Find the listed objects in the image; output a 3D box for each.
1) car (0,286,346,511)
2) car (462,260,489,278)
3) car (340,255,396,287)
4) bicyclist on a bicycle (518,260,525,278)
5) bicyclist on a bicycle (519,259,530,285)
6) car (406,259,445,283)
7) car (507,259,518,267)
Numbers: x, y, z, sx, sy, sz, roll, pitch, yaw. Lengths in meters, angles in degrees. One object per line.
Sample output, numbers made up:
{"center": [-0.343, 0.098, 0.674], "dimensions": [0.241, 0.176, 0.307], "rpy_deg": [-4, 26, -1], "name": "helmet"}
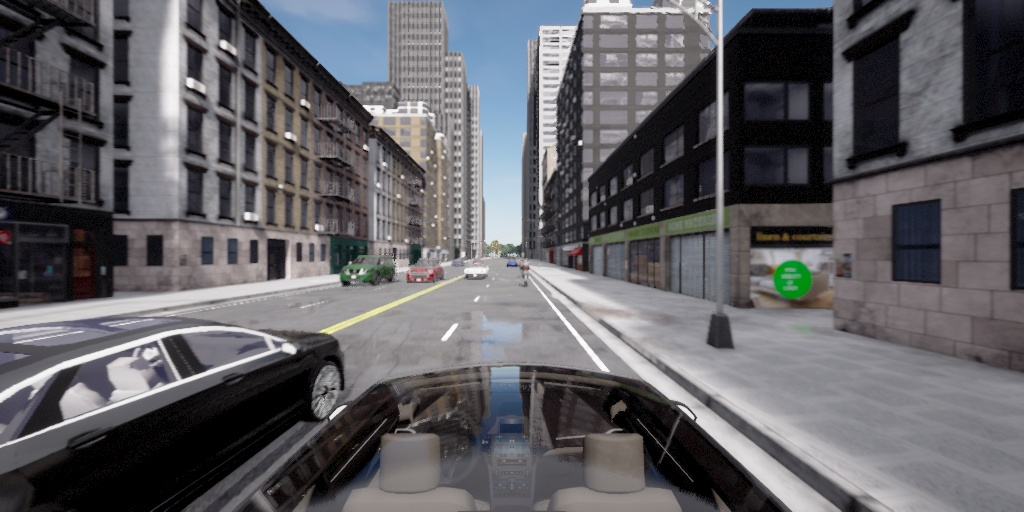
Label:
{"center": [-3.149, 1.240, 2.879], "dimensions": [2.128, 1.511, 4.902], "rpy_deg": [0, 0, 0], "name": "car"}
{"center": [-3.148, 1.337, 33.001], "dimensions": [1.895, 1.301, 4.718], "rpy_deg": [0, 0, 0], "name": "car"}
{"center": [-9.847, 0.962, 25.067], "dimensions": [2.150, 2.045, 5.566], "rpy_deg": [0, 0, 0], "name": "car"}
{"center": [0.895, 1.190, 32.709], "dimensions": [0.582, 1.620, 1.656], "rpy_deg": [0, 0, 0], "name": "bicyclist on a bicycle"}
{"center": [0.895, 1.111, 23.512], "dimensions": [0.659, 1.776, 1.843], "rpy_deg": [0, 0, 0], "name": "bicyclist on a bicycle"}
{"center": [-6.594, 1.089, 27.588], "dimensions": [2.097, 1.767, 4.553], "rpy_deg": [0, 0, 0], "name": "car"}
{"center": [0.065, 1.285, 63.052], "dimensions": [1.994, 1.385, 4.181], "rpy_deg": [0, 0, 0], "name": "car"}
